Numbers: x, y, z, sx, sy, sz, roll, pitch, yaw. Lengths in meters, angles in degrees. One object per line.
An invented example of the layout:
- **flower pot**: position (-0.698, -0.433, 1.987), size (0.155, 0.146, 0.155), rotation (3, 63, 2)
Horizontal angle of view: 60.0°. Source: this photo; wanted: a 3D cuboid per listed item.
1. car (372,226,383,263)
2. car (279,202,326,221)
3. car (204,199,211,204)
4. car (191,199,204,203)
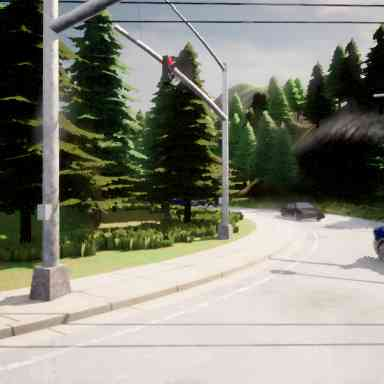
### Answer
- **car**: position (7.057, 1.489, 9.041), size (1.882, 1.535, 5.008), rotation (-1, 0, -4)
- **car**: position (8.890, 1.547, 27.349), size (2.033, 1.411, 5.357), rotation (0, 0, -6)
- **car**: position (1.987, 1.505, 50.068), size (1.837, 1.490, 4.892), rotation (0, 0, -37)
- **car**: position (-1.188, 1.227, 48.636), size (2.150, 2.045, 5.566), rotation (0, 0, -39)
